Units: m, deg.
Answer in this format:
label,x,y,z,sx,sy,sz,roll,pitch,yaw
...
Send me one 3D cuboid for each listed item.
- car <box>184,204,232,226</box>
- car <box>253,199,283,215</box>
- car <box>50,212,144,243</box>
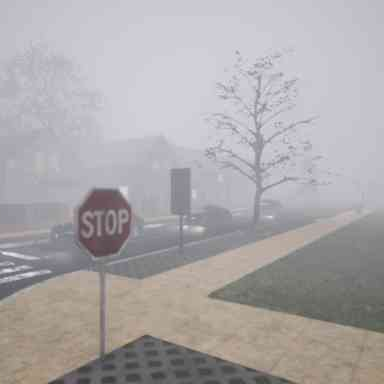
label,x,y,z,sx,sy,sz,roll,pitch,yaw
car,1.232,1.603,24.326,1.994,1.385,4.181,0,0,35
car,7.964,1.487,34.402,1.837,1.490,4.892,0,0,34
car,-4.365,1.592,15.992,1.837,1.490,4.892,0,0,34
